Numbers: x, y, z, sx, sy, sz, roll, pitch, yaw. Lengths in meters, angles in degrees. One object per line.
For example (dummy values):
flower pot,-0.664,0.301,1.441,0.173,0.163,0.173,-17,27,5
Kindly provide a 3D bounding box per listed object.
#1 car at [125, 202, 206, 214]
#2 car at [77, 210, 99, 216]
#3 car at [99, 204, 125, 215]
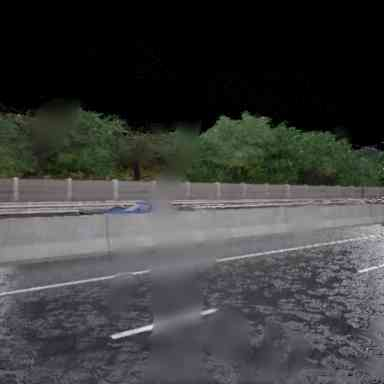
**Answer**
car,-1.263,1.512,20.271,4.892,1.490,1.837,0,0,-35
car,-6.232,1.607,25.330,4.718,1.301,1.895,0,0,-35
car,-3.470,1.485,22.996,5.008,1.535,1.882,0,0,-35
